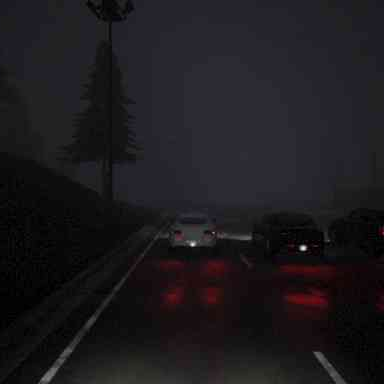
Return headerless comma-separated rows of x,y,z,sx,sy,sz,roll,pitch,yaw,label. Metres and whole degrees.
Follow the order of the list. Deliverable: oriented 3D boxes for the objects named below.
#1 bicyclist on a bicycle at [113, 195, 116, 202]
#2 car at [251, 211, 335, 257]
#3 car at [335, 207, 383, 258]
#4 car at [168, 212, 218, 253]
-16.679,1.292,70.460,0.582,1.620,1.656,0,0,30,bicyclist on a bicycle
3.545,1.504,12.946,1.837,1.490,4.892,0,0,1,car
7.045,1.350,12.831,2.097,1.767,4.553,0,0,1,car
0.053,1.524,13.612,1.812,1.442,4.674,0,0,1,car
